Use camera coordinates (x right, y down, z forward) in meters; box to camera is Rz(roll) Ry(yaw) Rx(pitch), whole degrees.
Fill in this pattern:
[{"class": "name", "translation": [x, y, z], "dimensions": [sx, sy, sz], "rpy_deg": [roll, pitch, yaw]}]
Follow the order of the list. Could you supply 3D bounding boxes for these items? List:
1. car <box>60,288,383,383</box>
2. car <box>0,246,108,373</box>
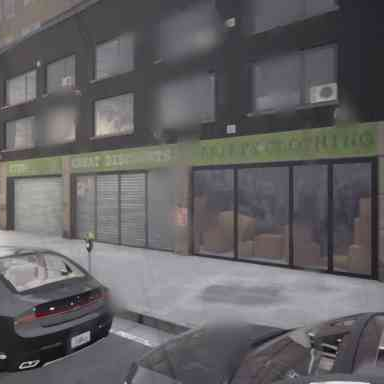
[{"class": "car", "translation": [1.382, 1.551, 2.102], "dimensions": [4.403, 1.369, 2.008], "rpy_deg": [0, 0, 35]}, {"class": "car", "translation": [-3.125, 1.551, 5.294], "dimensions": [4.403, 1.369, 2.008], "rpy_deg": [0, 0, 35]}]
